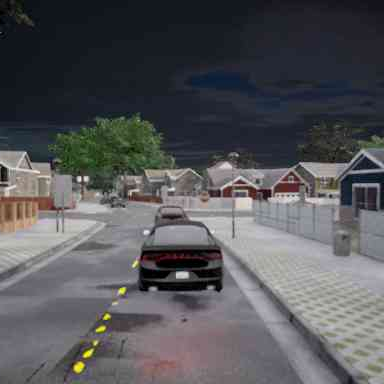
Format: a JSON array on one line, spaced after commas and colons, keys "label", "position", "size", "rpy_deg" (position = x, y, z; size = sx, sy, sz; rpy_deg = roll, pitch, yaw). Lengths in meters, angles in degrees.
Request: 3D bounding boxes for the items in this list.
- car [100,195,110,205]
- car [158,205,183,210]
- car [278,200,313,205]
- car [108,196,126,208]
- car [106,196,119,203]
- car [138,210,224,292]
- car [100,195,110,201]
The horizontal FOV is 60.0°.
[{"label": "car", "position": [-16.688, 1.720, 64.654], "size": [2.033, 1.411, 5.357], "rpy_deg": [0, 0, -22]}, {"label": "car", "position": [-1.255, 1.538, 19.084], "size": [1.837, 1.490, 4.892], "rpy_deg": [0, 0, -6]}, {"label": "car", "position": [11.859, 1.682, 38.384], "size": [5.008, 1.535, 1.882], "rpy_deg": [1, 1, -19]}, {"label": "car", "position": [-10.968, 1.689, 49.301], "size": [1.994, 1.385, 4.181], "rpy_deg": [0, 0, -18]}, {"label": "car", "position": [-17.618, 1.645, 73.444], "size": [1.882, 1.535, 5.008], "rpy_deg": [-1, 0, -24]}, {"label": "car", "position": [-0.336, 1.489, 9.044], "size": [1.882, 1.535, 5.008], "rpy_deg": [0, 0, -3]}, {"label": "car", "position": [-21.787, 1.566, 82.954], "size": [1.812, 1.442, 4.674], "rpy_deg": [0, 0, -22]}]
